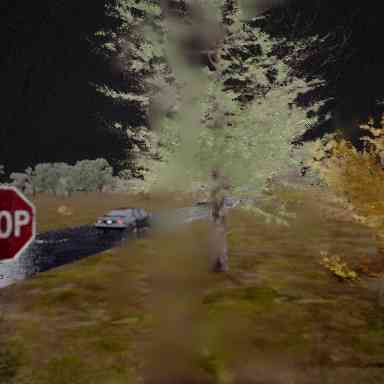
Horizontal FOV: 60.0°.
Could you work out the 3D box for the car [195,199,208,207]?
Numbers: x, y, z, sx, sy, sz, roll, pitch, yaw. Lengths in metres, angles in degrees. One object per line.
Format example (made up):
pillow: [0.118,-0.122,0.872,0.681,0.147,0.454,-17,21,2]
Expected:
car: [1.901,1.748,54.840,1.895,1.301,4.718,0,0,14]

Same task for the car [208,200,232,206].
car: [4.486,1.620,52.659,2.128,1.511,4.902,0,0,15]

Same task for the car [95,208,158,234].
car: [-3.754,1.643,19.999,2.033,1.411,5.357,0,0,14]
